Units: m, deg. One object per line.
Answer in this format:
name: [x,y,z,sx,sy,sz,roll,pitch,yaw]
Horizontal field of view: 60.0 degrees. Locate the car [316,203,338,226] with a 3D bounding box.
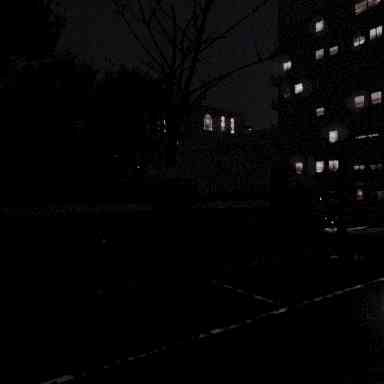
car: [8.399,1.801,25.727,2.033,1.411,5.357,0,-1,-36]

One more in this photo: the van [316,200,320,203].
van: [10.568,1.646,32.574,1.690,1.788,3.998,-1,0,-36]
